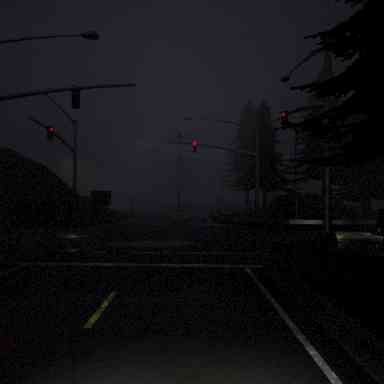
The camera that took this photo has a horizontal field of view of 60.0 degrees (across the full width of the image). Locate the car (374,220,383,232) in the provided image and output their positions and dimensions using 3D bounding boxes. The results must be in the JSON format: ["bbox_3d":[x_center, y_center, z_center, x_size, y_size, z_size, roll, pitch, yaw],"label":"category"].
[{"bbox_3d":[14.214,1.864,21.230,4.553,1.767,2.097,0,-1,0],"label":"car"}]
